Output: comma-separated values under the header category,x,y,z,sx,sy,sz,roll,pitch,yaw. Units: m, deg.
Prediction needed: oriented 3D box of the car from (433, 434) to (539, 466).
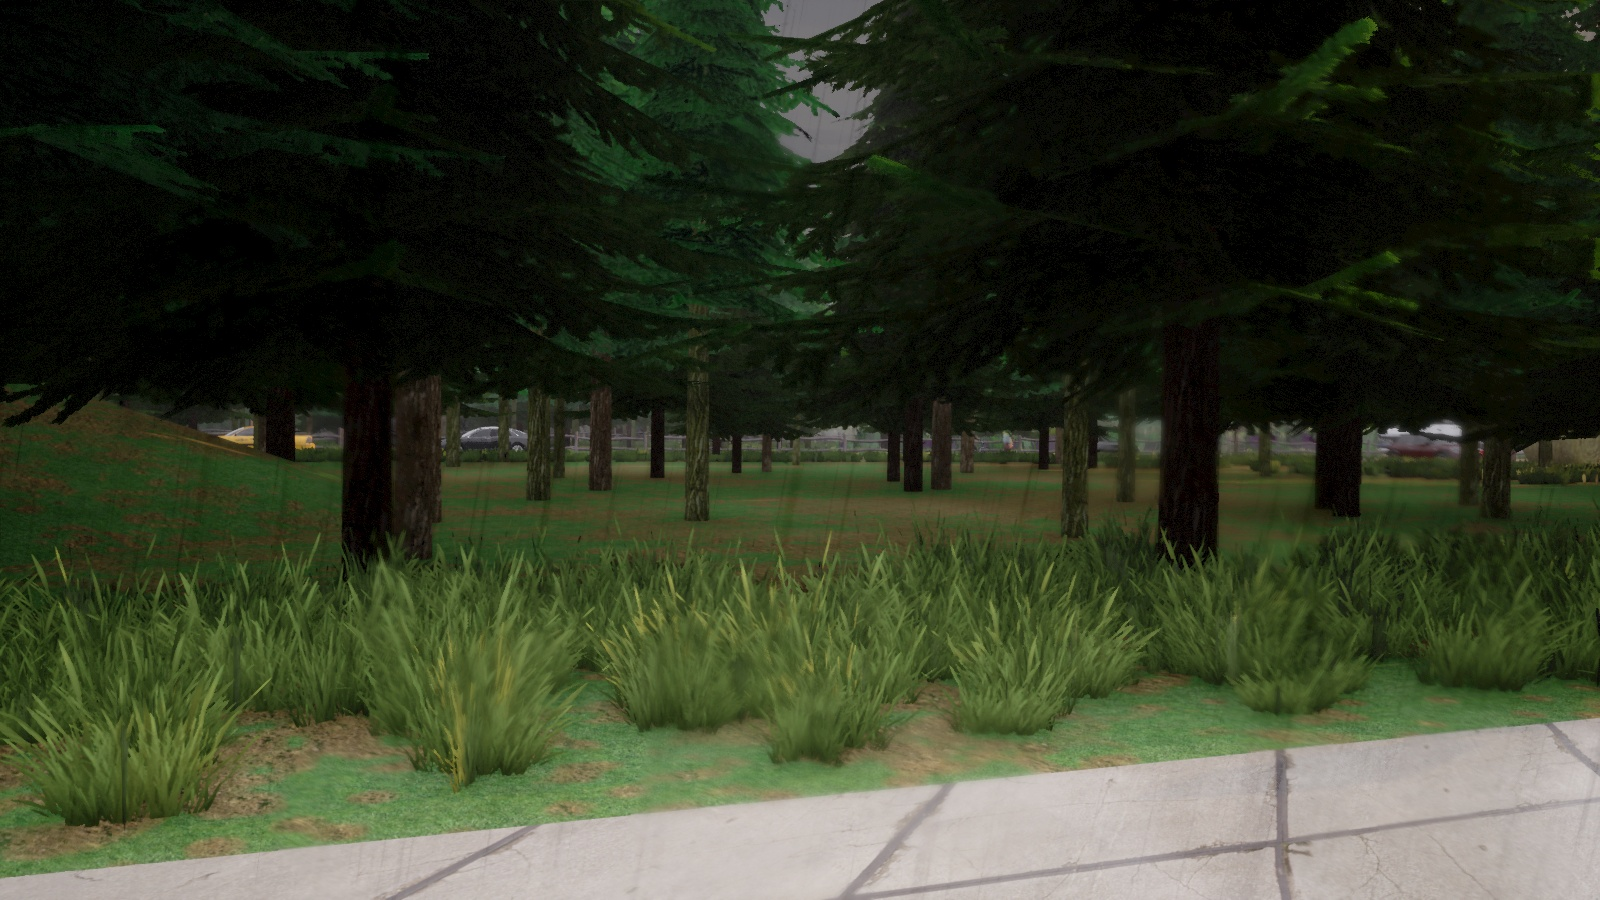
category,x,y,z,sx,sy,sz,roll,pitch,yaw
car,-15.475,-0.037,61.913,4.892,1.490,1.837,-1,1,-21

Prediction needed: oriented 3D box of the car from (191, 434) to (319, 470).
category,x,y,z,sx,sy,sz,roll,pitch,yaw
car,-25.178,0.062,58.221,5.366,1.575,1.801,-1,1,-21

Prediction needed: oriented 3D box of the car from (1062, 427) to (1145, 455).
category,x,y,z,sx,sy,sz,roll,pitch,yaw
car,16.977,-0.523,70.245,4.193,1.474,1.816,-1,1,-19

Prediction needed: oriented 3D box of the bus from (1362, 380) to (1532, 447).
category,x,y,z,sx,sy,sz,roll,pitch,yaw
bus,42.684,-2.396,82.883,10.273,4.253,3.944,-1,1,-19

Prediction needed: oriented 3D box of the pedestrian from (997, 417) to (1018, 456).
category,x,y,z,sx,sy,sz,roll,pitch,yaw
pedestrian,10.430,-0.689,63.106,0.873,1.952,0.659,-1,1,-10

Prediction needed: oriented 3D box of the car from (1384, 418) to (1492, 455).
category,x,y,z,sx,sy,sz,roll,pitch,yaw
car,31.766,-0.679,62.643,2.097,1.767,4.553,-1,1,-22
